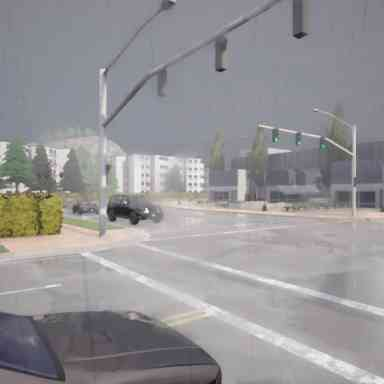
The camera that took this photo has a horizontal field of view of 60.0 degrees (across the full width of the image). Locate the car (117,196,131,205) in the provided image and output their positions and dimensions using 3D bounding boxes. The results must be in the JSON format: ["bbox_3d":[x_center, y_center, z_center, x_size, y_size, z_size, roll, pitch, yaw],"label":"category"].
[{"bbox_3d":[-11.992,1.475,58.964,1.882,1.535,5.008,0,0,-4],"label":"car"}]

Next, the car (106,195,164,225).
[{"bbox_3d":[-4.344,1.220,24.566,2.150,2.045,5.566,0,0,-39],"label":"car"}]

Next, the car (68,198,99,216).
[{"bbox_3d":[-10.548,1.563,33.151,1.994,1.385,4.181,0,0,-33],"label":"car"}]

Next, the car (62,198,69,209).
[{"bbox_3d":[-16.799,1.525,45.808,1.812,1.442,4.674,0,0,-17],"label":"car"}]

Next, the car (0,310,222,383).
[{"bbox_3d":[-2.271,1.548,2.146,5.357,1.411,2.033,0,0,-35],"label":"car"}]
